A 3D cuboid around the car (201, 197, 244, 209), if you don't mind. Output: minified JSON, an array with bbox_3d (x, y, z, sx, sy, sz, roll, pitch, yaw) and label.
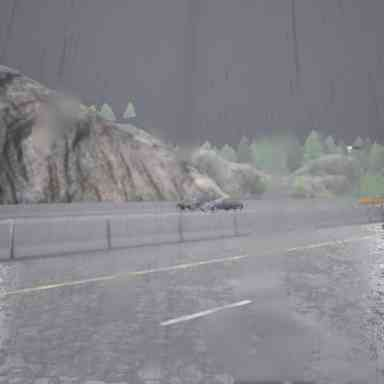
[{"bbox_3d":[2.964,1.203,31.789,4.674,1.442,1.812,0,0,-36],"label":"car"}]
